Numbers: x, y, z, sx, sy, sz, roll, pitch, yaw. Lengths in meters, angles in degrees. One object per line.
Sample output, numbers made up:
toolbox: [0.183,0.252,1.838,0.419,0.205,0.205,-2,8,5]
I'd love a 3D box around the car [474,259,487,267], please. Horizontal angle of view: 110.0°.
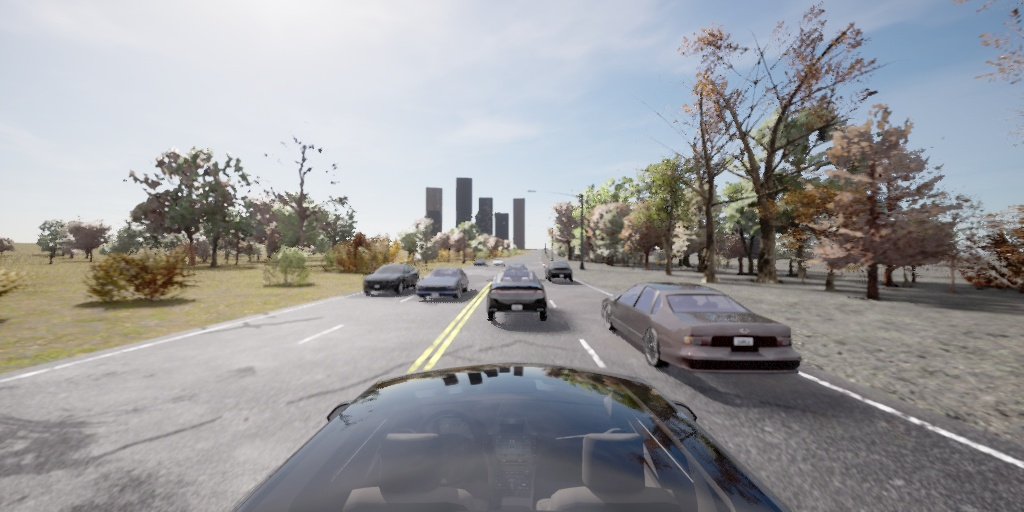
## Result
car: [-5.436,1.127,61.962,1.994,1.385,4.181,0,0,3]

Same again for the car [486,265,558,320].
car: [0.153,1.223,12.493,2.128,1.511,4.902,0,0,0]

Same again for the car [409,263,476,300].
car: [-3.252,1.267,17.943,2.033,1.411,5.357,0,0,1]

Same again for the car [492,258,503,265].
car: [-2.226,1.099,60.659,1.812,1.442,4.674,0,0,3]

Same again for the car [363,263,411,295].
car: [-6.482,1.191,19.795,1.882,1.535,5.008,0,0,1]

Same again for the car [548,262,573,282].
car: [3.584,1.181,28.093,1.837,1.490,4.892,0,0,1]

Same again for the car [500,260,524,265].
car: [0.348,1.246,28.540,1.994,1.385,4.181,0,0,1]

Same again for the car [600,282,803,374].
car: [3.380,1.269,7.722,2.033,1.411,5.357,0,0,0]
